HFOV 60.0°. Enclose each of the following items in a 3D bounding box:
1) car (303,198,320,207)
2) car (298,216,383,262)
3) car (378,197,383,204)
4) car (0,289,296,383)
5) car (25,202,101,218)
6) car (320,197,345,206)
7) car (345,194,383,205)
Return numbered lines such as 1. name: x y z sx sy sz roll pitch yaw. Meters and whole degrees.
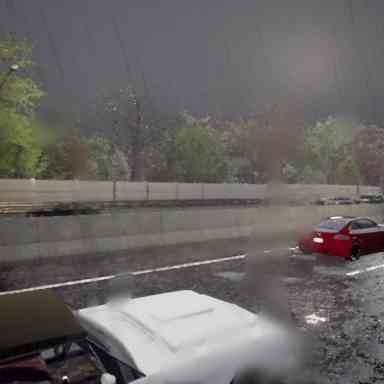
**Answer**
1. car: 17.608 1.528 46.623 4.902 1.511 2.128 0 0 -35
2. car: 5.820 1.568 12.198 4.181 1.385 1.994 0 0 -36
3. car: 23.562 1.598 37.980 4.181 1.385 1.994 0 0 -35
4. car: -1.258 1.601 2.850 4.718 1.301 1.895 0 0 -35
5. car: -8.952 1.480 23.403 5.008 1.535 1.882 0 0 -35
6. car: 19.376 1.385 43.589 4.553 1.767 2.097 0 0 -35
7. car: 21.712 1.259 40.958 5.566 2.045 2.150 1 0 -35
